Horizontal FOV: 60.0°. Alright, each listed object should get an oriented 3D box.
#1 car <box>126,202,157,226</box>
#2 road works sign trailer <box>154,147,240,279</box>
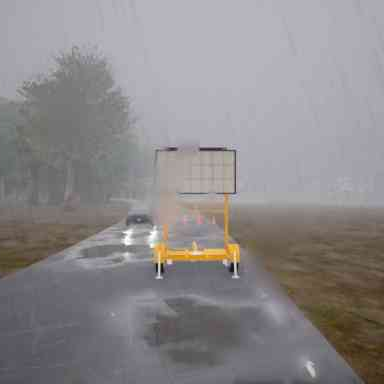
[{"bbox_3d":[-3.458,1.475,23.331,1.882,1.535,5.008,0,0,-3],"label":"car"},{"bbox_3d":[0.110,0.464,10.063,2.380,3.560,2.880,0,0,-1],"label":"road works sign trailer"}]
